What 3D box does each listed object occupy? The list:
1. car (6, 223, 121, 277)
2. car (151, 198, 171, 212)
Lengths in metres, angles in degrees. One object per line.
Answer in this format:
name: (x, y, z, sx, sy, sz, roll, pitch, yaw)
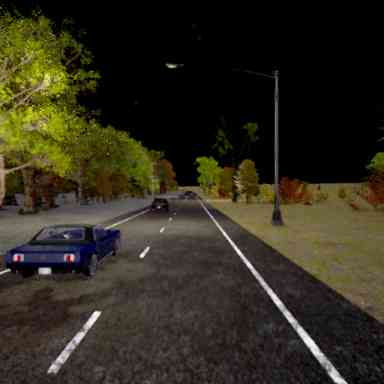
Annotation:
car: (-3.500, 1.594, 10.152, 1.895, 1.301, 4.718, 0, 0, 0)
car: (-3.502, 1.438, 37.666, 1.882, 1.535, 5.008, 0, 0, 0)
